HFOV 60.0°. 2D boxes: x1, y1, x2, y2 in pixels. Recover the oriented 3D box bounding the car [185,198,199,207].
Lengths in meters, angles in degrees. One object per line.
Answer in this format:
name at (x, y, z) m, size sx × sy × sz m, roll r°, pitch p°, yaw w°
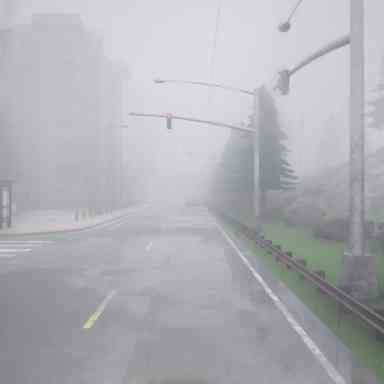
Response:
car at (-0.013, 1.564, 50.635) m, size 1.994 × 1.385 × 4.181 m, roll 0°, pitch 0°, yaw 0°
